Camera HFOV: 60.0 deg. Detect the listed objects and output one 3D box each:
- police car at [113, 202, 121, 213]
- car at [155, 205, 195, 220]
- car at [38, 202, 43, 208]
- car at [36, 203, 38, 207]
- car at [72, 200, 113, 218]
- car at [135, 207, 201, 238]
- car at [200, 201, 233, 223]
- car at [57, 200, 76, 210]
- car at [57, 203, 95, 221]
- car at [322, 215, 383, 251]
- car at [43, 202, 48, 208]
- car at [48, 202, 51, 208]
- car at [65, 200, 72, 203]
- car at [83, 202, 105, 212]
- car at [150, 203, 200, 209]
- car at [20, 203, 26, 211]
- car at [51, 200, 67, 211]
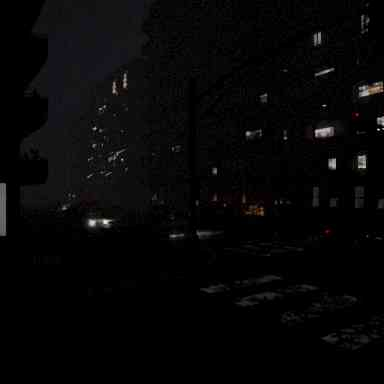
[{"bbox_3d":[-12.286,2.256,49.510,1.930,1.638,5.238,0,-1,-36],"label":"police car"},{"bbox_3d":[-1.802,2.045,34.223,1.887,1.381,4.507,-1,0,-36],"label":"car"},{"bbox_3d":[-35.055,3.049,80.068,1.887,1.381,4.507,-1,0,-36],"label":"car"},{"bbox_3d":[-38.376,3.167,84.655,1.947,1.339,4.313,-1,0,-36],"label":"car"},{"bbox_3d":[-11.363,1.886,37.633,2.150,2.045,5.566,0,-1,-36],"label":"car"},{"bbox_3d":[-1.773,1.833,19.966,1.752,1.417,4.829,-1,0,-36],"label":"car"},{"bbox_3d":[1.517,1.713,29.640,2.192,1.841,5.009,-1,0,-36],"label":"car"},{"bbox_3d":[-25.085,2.523,66.314,2.192,1.841,5.009,-1,0,-36],"label":"car"},{"bbox_3d":[-11.848,2.163,33.857,1.887,1.381,4.507,-1,0,-36],"label":"car"},{"bbox_3d":[8.154,1.641,13.337,5.357,1.411,2.033,-1,-1,32],"label":"car"},{"bbox_3d":[-31.729,2.972,75.483,1.947,1.339,4.313,-1,0,-36],"label":"car"},{"bbox_3d":[-28.411,2.623,70.900,2.192,1.841,5.009,-1,0,-36],"label":"car"},{"bbox_3d":[-17.665,2.418,51.760,2.128,1.511,4.902,0,-1,-36],"label":"car"},{"bbox_3d":[-16.326,2.432,55.091,1.882,1.535,5.008,0,-1,-36],"label":"car"},{"bbox_3d":[-1.815,1.725,24.458,2.097,1.767,4.553,0,-1,-36],"label":"car"},{"bbox_3d":[-31.801,2.769,61.365,1.887,1.381,4.507,-1,0,-36],"label":"car"},{"bbox_3d":[-23.196,2.600,59.386,1.837,1.490,4.892,0,-1,-36],"label":"car"}]
